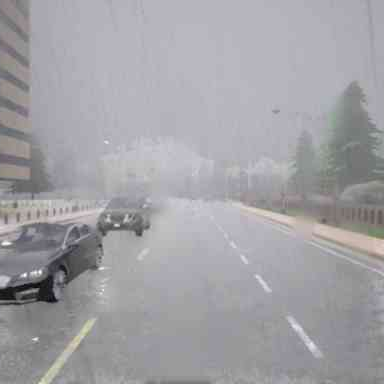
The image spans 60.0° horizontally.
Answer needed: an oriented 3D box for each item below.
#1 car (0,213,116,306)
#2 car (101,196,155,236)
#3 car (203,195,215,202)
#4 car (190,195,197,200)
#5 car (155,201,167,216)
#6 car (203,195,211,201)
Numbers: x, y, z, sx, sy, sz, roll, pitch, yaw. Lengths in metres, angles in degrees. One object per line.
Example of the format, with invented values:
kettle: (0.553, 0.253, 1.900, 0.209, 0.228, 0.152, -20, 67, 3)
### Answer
car: (-3.601, 1.510, 8.304, 2.128, 1.511, 4.902, 0, 0, 0)
car: (-3.598, 1.243, 18.710, 2.150, 2.045, 5.566, 0, 0, 0)
car: (3.962, 1.370, 75.965, 2.097, 1.767, 4.553, 0, 0, 0)
car: (0.387, 1.505, 86.172, 1.895, 1.301, 4.718, 0, 0, 0)
car: (-3.575, 1.589, 32.212, 1.994, 1.385, 4.181, 0, 0, 1)
car: (3.887, 1.456, 86.141, 1.994, 1.385, 4.181, 0, 0, 0)
